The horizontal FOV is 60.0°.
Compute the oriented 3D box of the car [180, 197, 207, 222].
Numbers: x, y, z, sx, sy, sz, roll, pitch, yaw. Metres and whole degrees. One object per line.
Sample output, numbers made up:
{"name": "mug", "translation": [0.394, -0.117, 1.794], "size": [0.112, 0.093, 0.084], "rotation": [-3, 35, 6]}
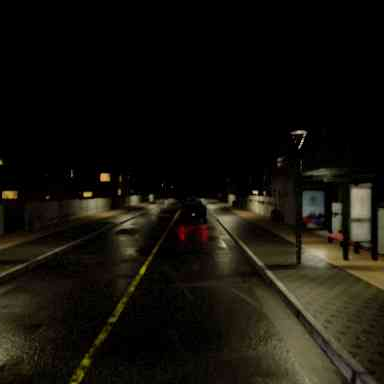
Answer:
{"name": "car", "translation": [0.098, 1.338, 24.650], "size": [1.882, 1.535, 5.008], "rotation": [0, 0, 0]}

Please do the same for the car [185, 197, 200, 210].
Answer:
{"name": "car", "translation": [0.093, 1.342, 41.409], "size": [1.812, 1.442, 4.674], "rotation": [0, 0, 0]}
